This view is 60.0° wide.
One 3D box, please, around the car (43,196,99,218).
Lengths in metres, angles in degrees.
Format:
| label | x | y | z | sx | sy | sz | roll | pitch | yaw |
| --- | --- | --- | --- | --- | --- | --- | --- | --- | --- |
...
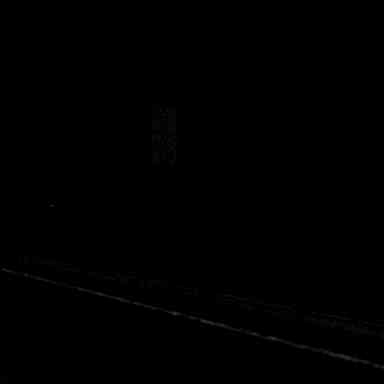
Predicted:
| label | x | y | z | sx | sy | sz | roll | pitch | yaw |
| --- | --- | --- | --- | --- | --- | --- | --- | --- | --- |
| car | -12.441 | 1.452 | 34.425 | 2.150 | 2.045 | 5.566 | -1 | 0 | 39 |
